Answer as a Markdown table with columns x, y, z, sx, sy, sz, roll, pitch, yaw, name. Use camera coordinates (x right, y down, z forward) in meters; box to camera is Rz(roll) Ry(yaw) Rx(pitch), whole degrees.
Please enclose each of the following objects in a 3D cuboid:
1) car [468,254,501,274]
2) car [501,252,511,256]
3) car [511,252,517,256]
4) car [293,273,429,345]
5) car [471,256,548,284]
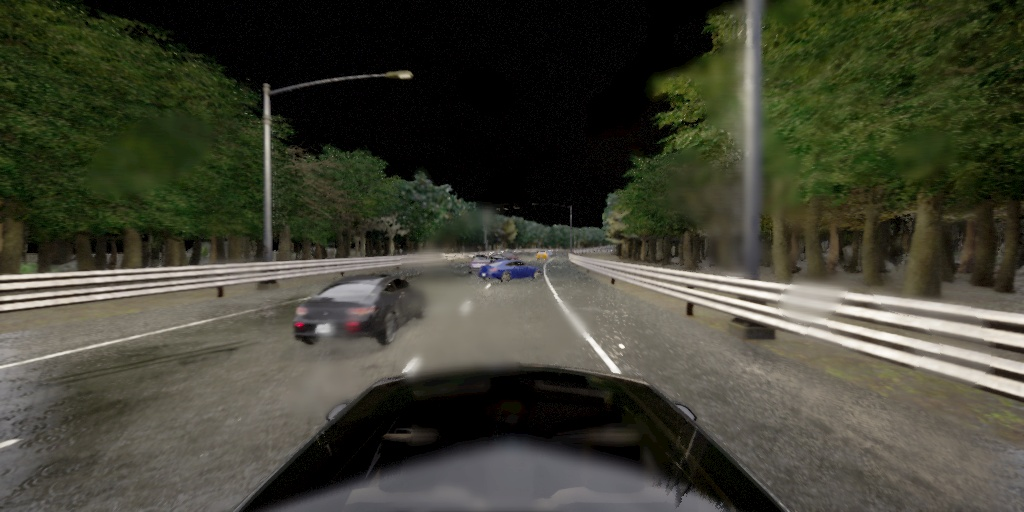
| x | y | z | sx | sy | sz | roll | pitch | yaw | name |
| --- | --- | --- | --- | --- | --- | --- | --- | --- | --- |
| -2.475 | 0.667 | 30.660 | 2.033 | 1.649 | 4.856 | 0 | 1 | 4 | car |
| -1.554 | 0.533 | 41.479 | 1.837 | 1.490 | 4.892 | 0 | 1 | 6 | car |
| -0.347 | 0.177 | 52.236 | 2.097 | 1.767 | 4.553 | 0 | 1 | 7 | car |
| -3.445 | 1.159 | 8.973 | 1.812 | 1.442 | 4.674 | 0 | 1 | 1 | car |
| -0.039 | 0.917 | 23.067 | 4.674 | 1.442 | 1.812 | -1 | 2 | -44 | car |
